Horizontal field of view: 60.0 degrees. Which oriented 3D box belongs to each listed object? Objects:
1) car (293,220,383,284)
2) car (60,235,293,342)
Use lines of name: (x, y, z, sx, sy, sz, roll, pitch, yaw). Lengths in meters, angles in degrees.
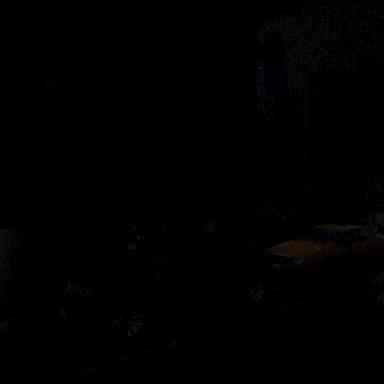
car: (4.022, 1.530, 9.573, 4.829, 1.417, 1.752, 0, 0, -36)
car: (-0.250, 1.568, 6.491, 4.313, 1.339, 1.947, 0, 0, -36)
